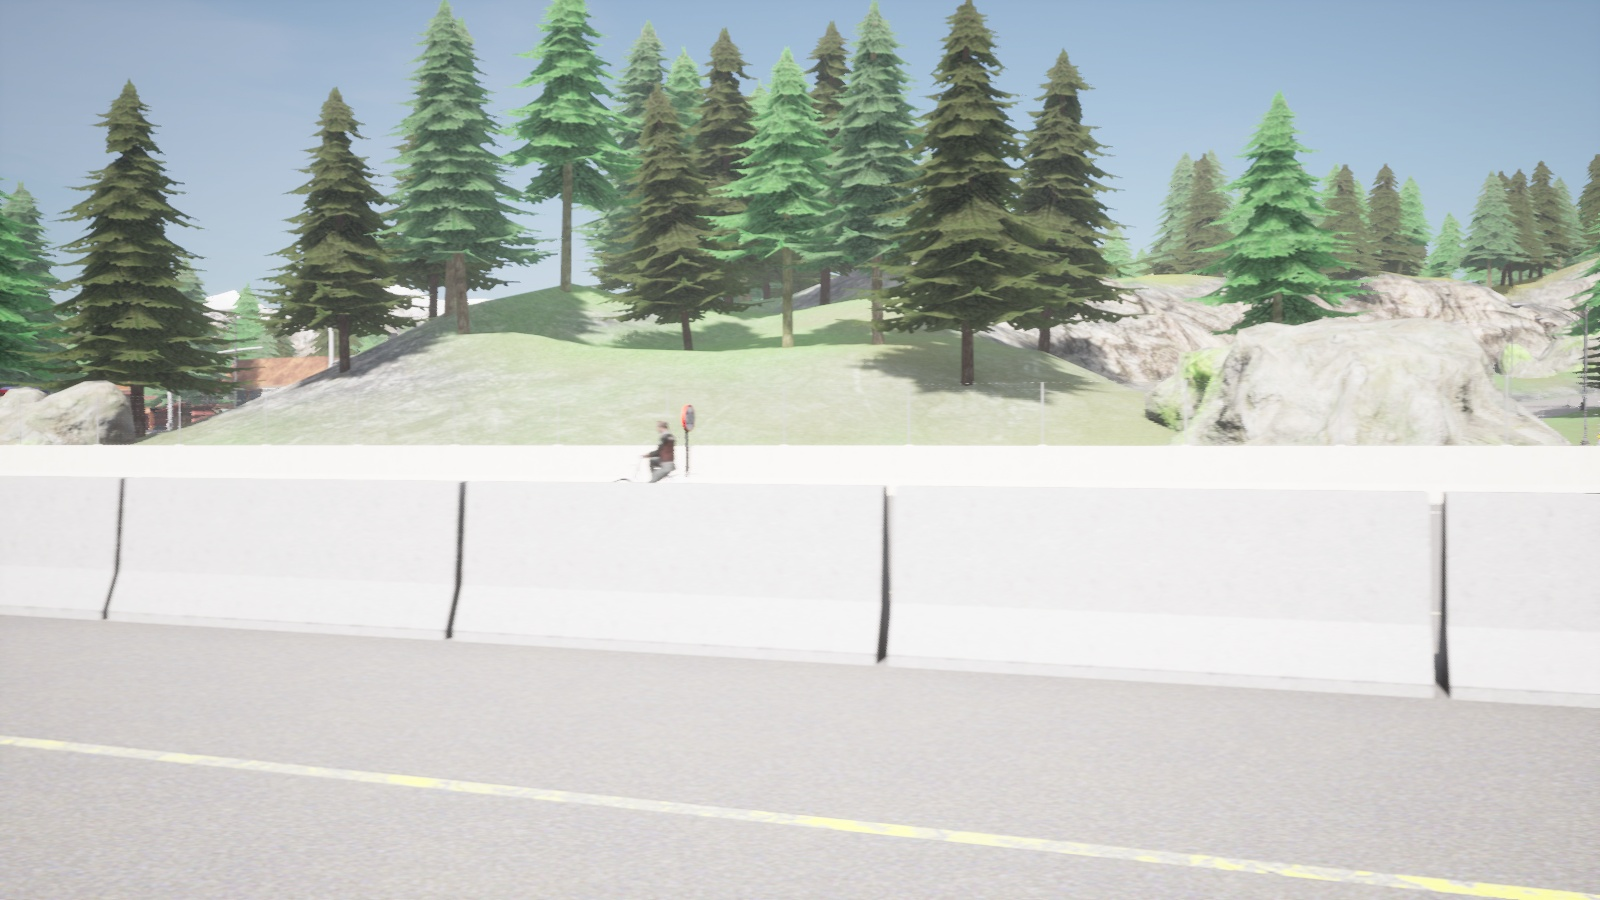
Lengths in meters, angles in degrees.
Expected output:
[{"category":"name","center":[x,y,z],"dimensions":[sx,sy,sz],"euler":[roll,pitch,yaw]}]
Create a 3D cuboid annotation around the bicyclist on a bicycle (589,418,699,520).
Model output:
[{"category":"bicyclist on a bicycle","center":[-2.808,0.324,22.598],"dimensions":[1.843,1.776,0.659],"euler":[1,1,19]}]
